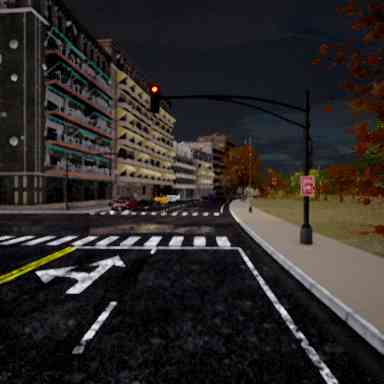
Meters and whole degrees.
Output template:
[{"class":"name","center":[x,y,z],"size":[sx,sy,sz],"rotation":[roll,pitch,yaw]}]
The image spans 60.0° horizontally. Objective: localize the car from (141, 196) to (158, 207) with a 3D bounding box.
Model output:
[{"class":"car","center":[-6.888,1.482,49.574],"size":[1.895,1.301,4.718],"rotation":[0,0,7]}]

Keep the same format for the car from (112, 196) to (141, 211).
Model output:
[{"class":"car","center":[-7.934,1.237,39.547],"size":[2.097,1.767,4.553],"rotation":[0,0,5]}]

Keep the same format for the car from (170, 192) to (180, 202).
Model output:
[{"class":"car","center":[-3.912,1.108,70.232],"size":[2.150,2.045,5.566],"rotation":[0,0,9]}]

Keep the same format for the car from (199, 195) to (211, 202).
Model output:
[{"class":"car","center":[2.700,1.416,70.389],"size":[2.128,1.511,4.902],"rotation":[0,0,10]}]

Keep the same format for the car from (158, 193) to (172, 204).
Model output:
[{"class":"car","center":[-5.520,1.358,59.784],"size":[1.882,1.535,5.008],"rotation":[0,0,8]}]

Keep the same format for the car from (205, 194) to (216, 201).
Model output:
[{"class":"car","center":[4.554,1.338,80.583],"size":[1.882,1.535,5.008],"rotation":[0,0,12]}]

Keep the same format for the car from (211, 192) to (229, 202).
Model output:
[{"class":"car","center":[5.918,1.119,69.920],"size":[2.150,2.045,5.566],"rotation":[0,0,10]}]

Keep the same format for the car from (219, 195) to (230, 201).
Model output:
[{"class":"car","center":[7.828,1.394,80.380],"size":[2.128,1.511,4.902],"rotation":[0,0,12]}]
